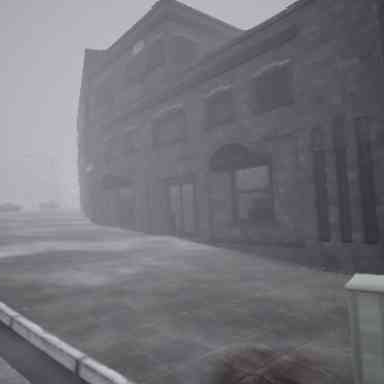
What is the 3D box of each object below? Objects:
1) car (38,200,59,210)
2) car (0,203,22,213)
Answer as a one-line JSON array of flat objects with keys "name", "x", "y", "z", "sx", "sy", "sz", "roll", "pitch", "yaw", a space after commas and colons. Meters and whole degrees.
[{"name": "car", "x": -23.461, "y": 2.126, "z": 54.522, "sx": 1.812, "sy": 1.442, "sz": 4.674, "roll": -3, "pitch": -1, "yaw": 1}, {"name": "car", "x": -23.227, "y": 1.999, "z": 41.756, "sx": 1.895, "sy": 1.301, "sz": 4.718, "roll": -3, "pitch": -1, "yaw": -2}]
